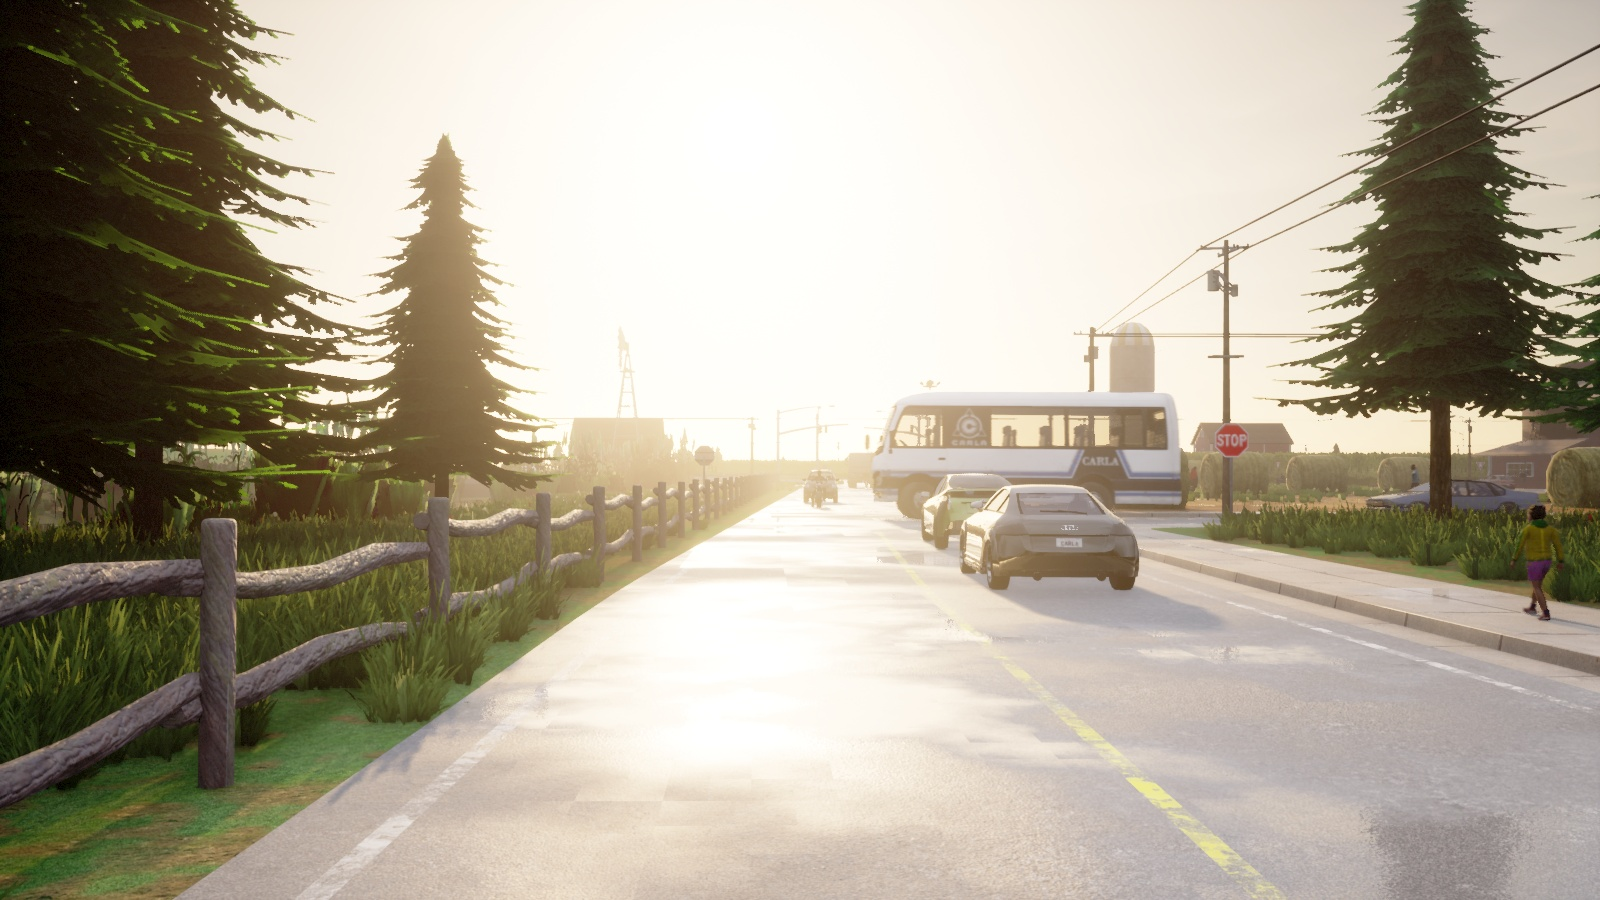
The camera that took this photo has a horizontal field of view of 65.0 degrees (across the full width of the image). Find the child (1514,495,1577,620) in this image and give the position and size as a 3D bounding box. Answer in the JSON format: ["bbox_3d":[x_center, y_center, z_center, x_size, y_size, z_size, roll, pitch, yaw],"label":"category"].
[{"bbox_3d":[7.132,1.019,12.019,0.299,1.160,0.473,0,-1,-2],"label":"child"}]

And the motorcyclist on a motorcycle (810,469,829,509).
[{"bbox_3d":[0.838,1.656,53.898,0.766,1.649,2.350,0,-1,1],"label":"motorcyclist on a motorcycle"}]

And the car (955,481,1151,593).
[{"bbox_3d":[3.463,1.159,18.025,1.994,1.385,4.181,0,-1,1],"label":"car"}]

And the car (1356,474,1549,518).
[{"bbox_3d":[21.563,1.500,41.646,5.357,1.411,2.033,0,-1,-1],"label":"car"}]

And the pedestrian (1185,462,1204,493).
[{"bbox_3d":[23.785,1.634,75.715,0.899,1.844,0.634,-1,-1,42],"label":"pedestrian"}]

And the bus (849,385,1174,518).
[{"bbox_3d":[6.821,0.134,42.160,10.273,4.253,3.944,0,-3,1],"label":"bus"}]

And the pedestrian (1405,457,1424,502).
[{"bbox_3d":[26.444,1.266,54.056,0.692,1.930,0.396,-1,-1,24],"label":"pedestrian"}]

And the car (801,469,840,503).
[{"bbox_3d":[1.044,1.740,62.068,1.851,1.617,3.988,0,-1,1],"label":"car"}]

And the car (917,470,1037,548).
[{"bbox_3d":[3.652,1.185,26.666,2.007,1.525,4.514,0,-1,1],"label":"car"}]
